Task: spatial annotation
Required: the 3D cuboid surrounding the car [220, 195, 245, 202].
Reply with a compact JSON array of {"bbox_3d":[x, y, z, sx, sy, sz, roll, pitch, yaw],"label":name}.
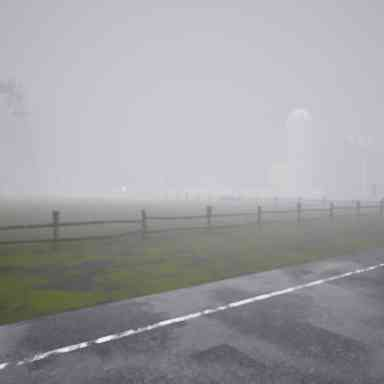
[{"bbox_3d":[7.072,1.135,58.998,1.895,1.301,4.718,-1,1,-35],"label":"car"}]
